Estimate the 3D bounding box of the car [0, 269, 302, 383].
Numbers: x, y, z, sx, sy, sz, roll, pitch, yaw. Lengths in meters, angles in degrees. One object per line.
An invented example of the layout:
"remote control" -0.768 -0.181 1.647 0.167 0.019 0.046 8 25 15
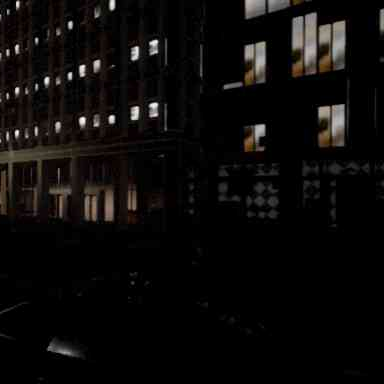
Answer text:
"car" -1.034 1.593 3.600 4.313 1.339 1.947 -1 1 36
